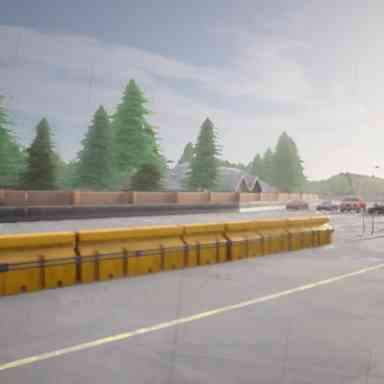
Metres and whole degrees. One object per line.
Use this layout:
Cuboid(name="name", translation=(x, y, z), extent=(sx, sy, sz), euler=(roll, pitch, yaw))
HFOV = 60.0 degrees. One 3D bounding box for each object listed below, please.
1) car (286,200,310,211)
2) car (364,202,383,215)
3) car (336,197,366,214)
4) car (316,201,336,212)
Cuboid(name="car", translation=(14.718, 1.839, 46.169), extent=(1.882, 1.535, 5.008), euler=(0, 0, 40))
Cuboid(name="car", translation=(21.589, 1.967, 38.034), extent=(1.895, 1.301, 4.718), euler=(0, 0, 41))
Cuboid(name="car", translation=(20.522, 1.604, 42.165), extent=(2.150, 2.045, 5.566), euler=(0, 0, 40))
Cuboid(name="car", translation=(18.624, 1.933, 45.343), extent=(2.033, 1.411, 5.357), euler=(0, 0, 40))
